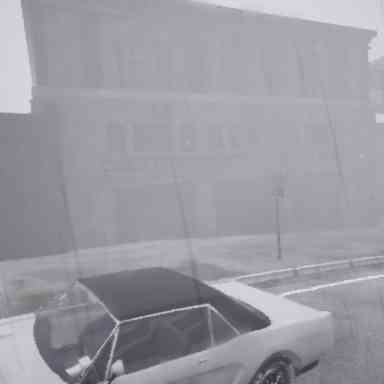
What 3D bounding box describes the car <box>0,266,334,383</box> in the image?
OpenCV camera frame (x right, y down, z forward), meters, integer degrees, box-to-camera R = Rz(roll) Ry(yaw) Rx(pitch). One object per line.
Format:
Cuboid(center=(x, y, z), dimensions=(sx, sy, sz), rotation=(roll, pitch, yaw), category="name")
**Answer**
Cuboid(center=(-0.825, 1.566, 3.244), dimensions=(4.718, 1.301, 1.895), rotation=(0, 1, -33), category="car")
